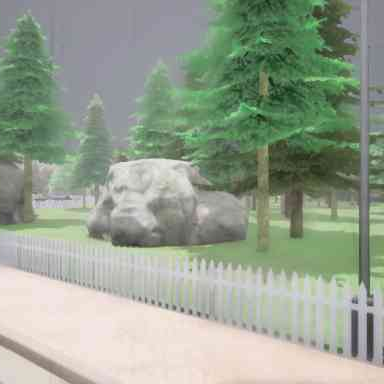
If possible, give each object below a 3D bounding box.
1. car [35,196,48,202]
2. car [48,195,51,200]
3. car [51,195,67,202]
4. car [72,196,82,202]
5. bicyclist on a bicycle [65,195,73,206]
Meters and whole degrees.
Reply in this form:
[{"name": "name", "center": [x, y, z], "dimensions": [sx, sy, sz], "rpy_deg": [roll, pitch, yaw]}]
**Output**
[{"name": "car", "center": [-32.979, 1.420, 72.109], "dimensions": [1.882, 1.535, 5.008], "rpy_deg": [0, 0, -28]}, {"name": "car", "center": [-35.935, 1.433, 81.941], "dimensions": [5.357, 1.411, 2.033], "rpy_deg": [0, 0, 44]}, {"name": "car", "center": [-27.824, 1.394, 69.575], "dimensions": [1.882, 1.535, 5.008], "rpy_deg": [0, 0, -24]}, {"name": "car", "center": [-24.648, 1.512, 71.044], "dimensions": [1.895, 1.301, 4.718], "rpy_deg": [0, 0, -24]}, {"name": "bicyclist on a bicycle", "center": [-17.403, 1.244, 46.673], "dimensions": [1.656, 1.620, 0.582], "rpy_deg": [0, 0, 7]}]
